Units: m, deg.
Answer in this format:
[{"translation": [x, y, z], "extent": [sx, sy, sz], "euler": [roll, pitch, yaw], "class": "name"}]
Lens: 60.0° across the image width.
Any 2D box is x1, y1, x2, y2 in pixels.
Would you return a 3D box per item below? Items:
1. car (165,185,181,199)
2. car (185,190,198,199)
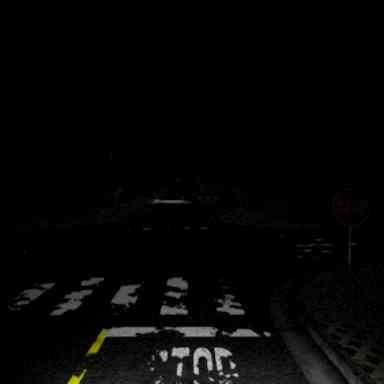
[{"translation": [-2.838, 0.026, 50.971], "extent": [2.150, 2.045, 5.566], "euler": [0, 2, 0], "class": "car"}, {"translation": [-0.088, 0.373, 50.861], "extent": [1.994, 1.385, 4.181], "euler": [0, 2, 0], "class": "car"}]
